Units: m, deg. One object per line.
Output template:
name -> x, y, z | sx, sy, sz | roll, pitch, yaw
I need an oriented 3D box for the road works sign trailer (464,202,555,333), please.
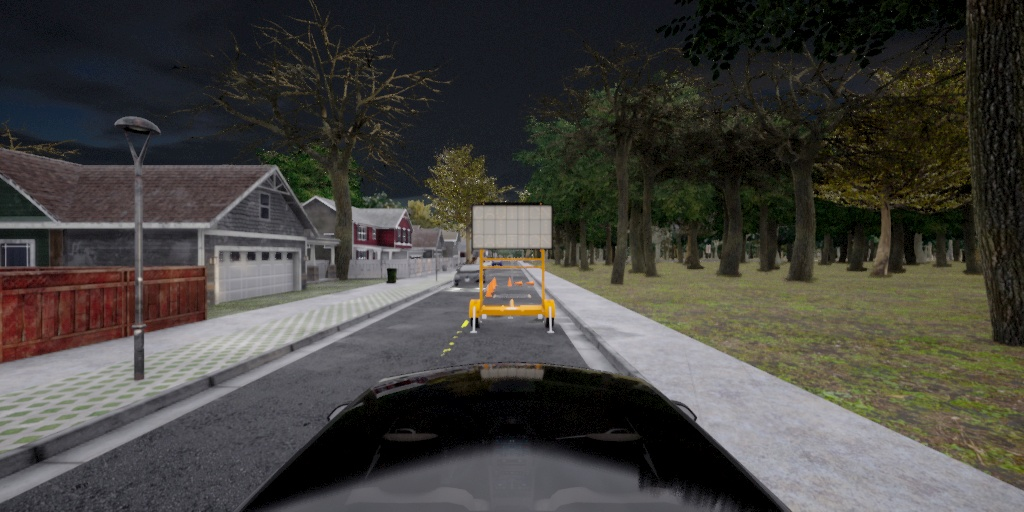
road works sign trailer -> 0.009, 0.213, 10.705 | 2.380, 3.560, 2.880 | 0, 0, 0

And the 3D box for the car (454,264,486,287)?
car -> -2.830, 1.274, 24.956 | 1.812, 1.442, 4.674 | 0, 0, 0
